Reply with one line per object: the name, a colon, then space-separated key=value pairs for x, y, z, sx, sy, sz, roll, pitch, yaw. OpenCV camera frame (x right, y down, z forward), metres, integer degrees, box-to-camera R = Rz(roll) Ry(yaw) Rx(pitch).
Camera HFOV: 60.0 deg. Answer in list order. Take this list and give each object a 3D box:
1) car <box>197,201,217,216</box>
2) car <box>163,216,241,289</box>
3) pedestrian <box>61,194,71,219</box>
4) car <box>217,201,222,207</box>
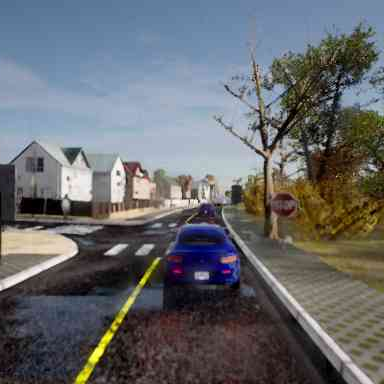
car: x=1.621 y=1.932 z=36.893 sx=1.812 sy=1.442 sz=4.674 roll=0 pitch=-1 yaw=4
car: x=0.254 y=1.619 z=9.295 sx=1.812 sy=1.442 sz=4.674 roll=0 pitch=-1 yaw=1
pedestrian: x=-9.229 y=1.014 z=24.258 sx=0.375 sy=1.860 sz=0.375 roll=0 pitch=-4 yaw=1
car: x=5.581 y=2.589 z=72.696 sx=1.895 sy=1.301 sz=4.718 roll=0 pitch=-1 yaw=9
